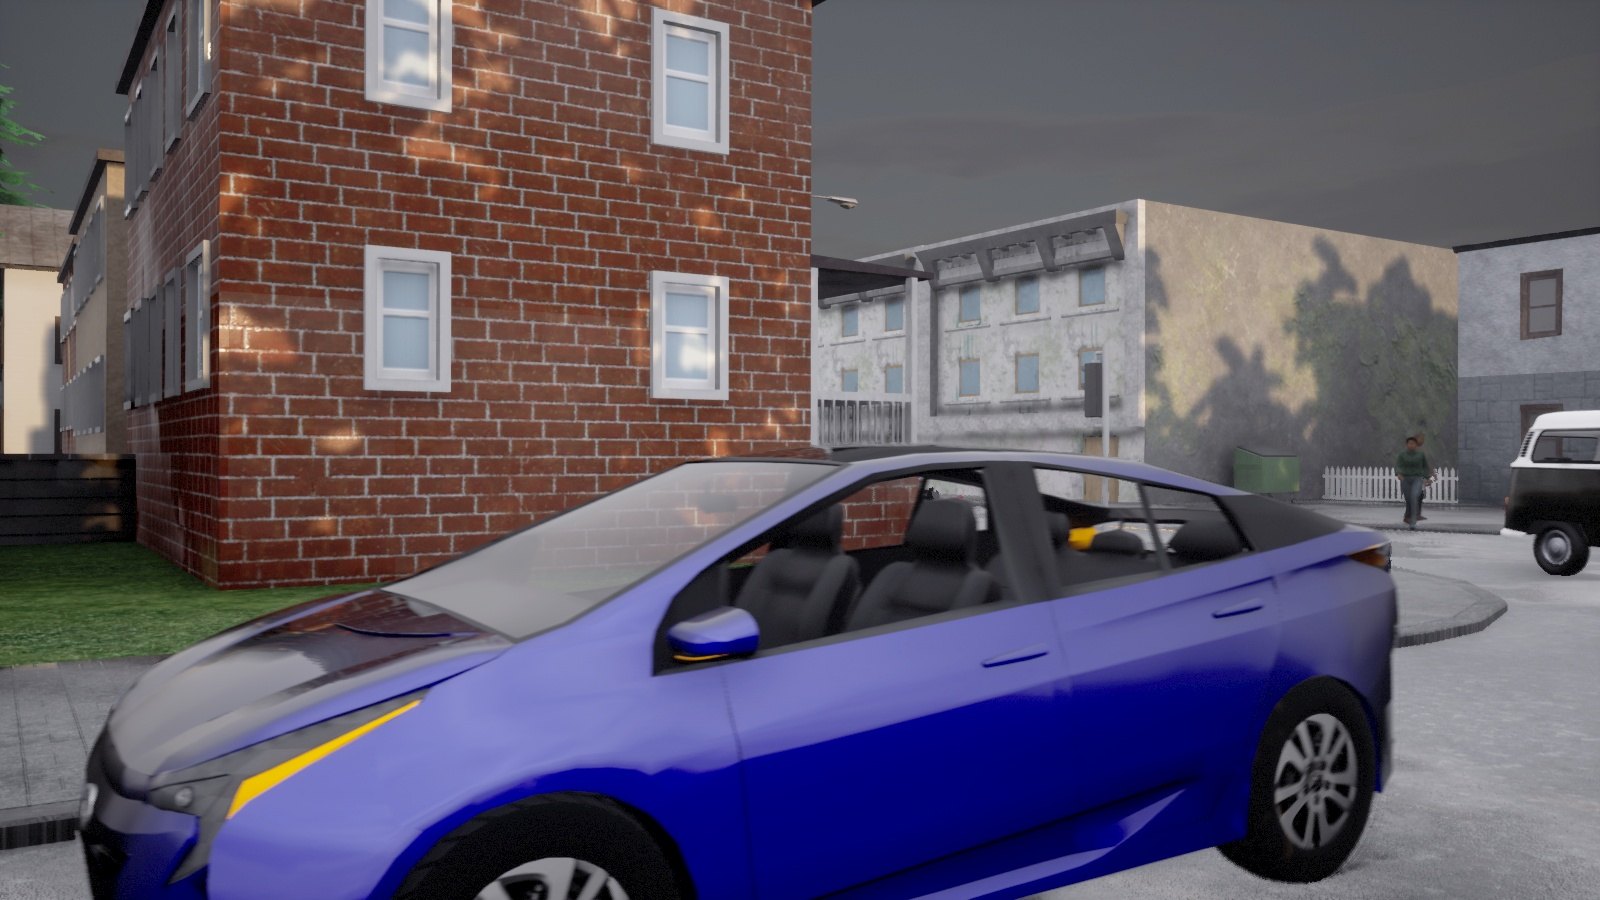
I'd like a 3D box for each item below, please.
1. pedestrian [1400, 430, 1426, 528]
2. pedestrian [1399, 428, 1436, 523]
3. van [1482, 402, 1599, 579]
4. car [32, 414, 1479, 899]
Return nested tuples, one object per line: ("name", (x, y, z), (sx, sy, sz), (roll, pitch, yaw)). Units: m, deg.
("pedestrian", (11.702, 0.540, 23.965), (0.353, 1.847, 0.614), (0, 0, 33))
("pedestrian", (12.169, 0.489, 24.763), (0.331, 1.846, 0.634), (0, 0, -13))
("van", (10.350, 0.481, 14.269), (2.069, 2.038, 4.480), (1, 0, -14))
("car", (0.064, 0.702, 4.261), (4.514, 1.525, 2.007), (0, 0, -33))
